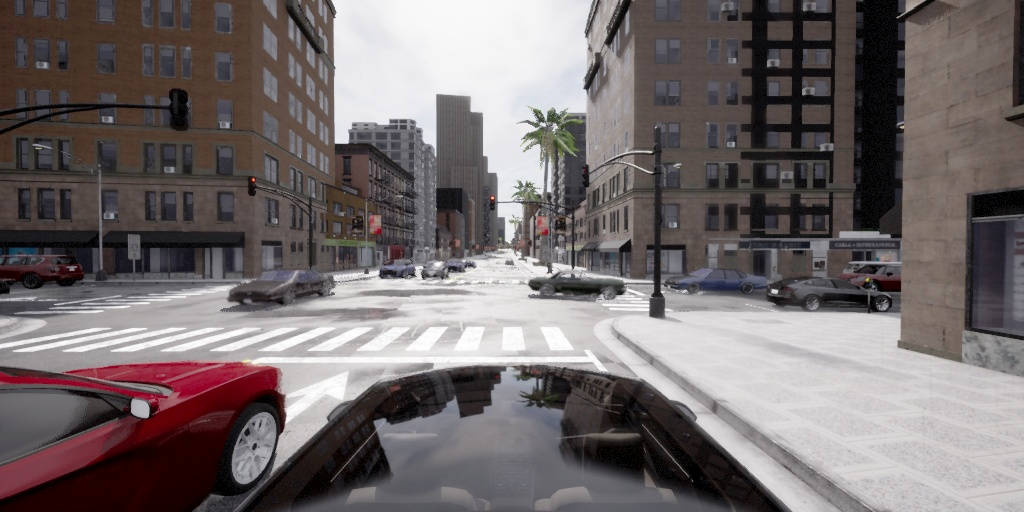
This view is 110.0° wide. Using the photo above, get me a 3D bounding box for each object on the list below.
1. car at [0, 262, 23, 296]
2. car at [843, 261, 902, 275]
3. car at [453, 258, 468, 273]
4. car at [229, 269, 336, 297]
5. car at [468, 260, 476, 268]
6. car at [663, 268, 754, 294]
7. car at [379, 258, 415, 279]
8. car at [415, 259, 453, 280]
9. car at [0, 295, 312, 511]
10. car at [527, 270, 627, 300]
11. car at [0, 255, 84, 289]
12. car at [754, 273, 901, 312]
[{"bbox_3d":[-24.033,1.126,14.593,4.892,1.490,1.837,1,1,-9],"label":"car"},{"bbox_3d":[21.177,1.279,20.682,4.553,1.767,2.097,0,1,0],"label":"car"},{"bbox_3d":[-6.901,1.094,43.068,2.097,1.767,4.553,0,0,0],"label":"car"},{"bbox_3d":[-9.933,1.285,16.115,2.033,1.411,5.357,1,1,0],"label":"car"},{"bbox_3d":[-6.999,1.324,58.922,1.895,1.301,4.718,0,0,0],"label":"car"},{"bbox_3d":[11.707,1.400,20.673,5.357,1.411,2.033,0,1,0],"label":"car"},{"bbox_3d":[-10.158,1.094,32.026,2.097,1.767,4.553,0,0,1],"label":"car"},{"bbox_3d":[-6.663,1.234,31.325,2.128,1.511,4.902,0,0,-4],"label":"car"},{"bbox_3d":[-3.144,1.228,1.490,1.882,1.535,5.008,0,0,1],"label":"car"},{"bbox_3d":[3.246,1.379,17.897,4.718,1.301,1.895,1,1,13],"label":"car"},{"bbox_3d":[-27.277,0.836,19.927,5.009,1.841,2.192,0,0,-9],"label":"car"},{"bbox_3d":[12.864,1.513,14.727,4.313,1.339,1.948,0,0,0],"label":"car"}]
